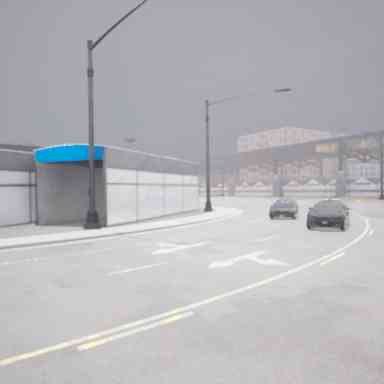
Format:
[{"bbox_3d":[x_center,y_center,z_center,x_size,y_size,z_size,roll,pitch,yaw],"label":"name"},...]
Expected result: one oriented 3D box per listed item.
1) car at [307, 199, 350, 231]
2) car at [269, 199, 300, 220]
[{"bbox_3d":[7.806,1.216,18.810,1.882,1.535,5.008,0,1,29],"label":"car"},{"bbox_3d":[7.121,1.246,25.268,2.033,1.411,5.357,-1,0,22],"label":"car"}]
